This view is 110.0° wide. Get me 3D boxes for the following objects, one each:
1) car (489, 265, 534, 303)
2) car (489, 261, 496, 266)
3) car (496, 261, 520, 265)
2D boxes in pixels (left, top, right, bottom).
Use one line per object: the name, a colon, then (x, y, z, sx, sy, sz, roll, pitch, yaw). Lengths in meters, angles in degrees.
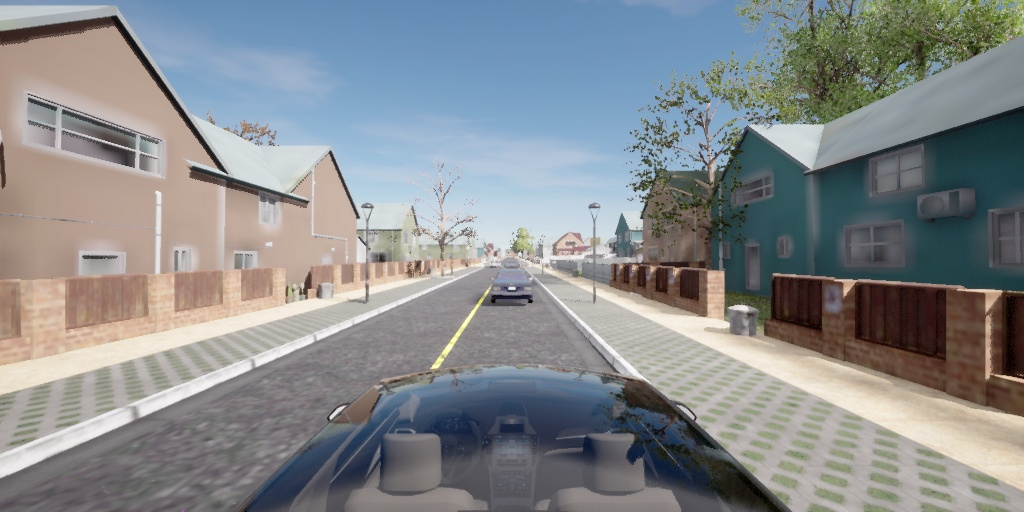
car: (0.000, 1.317, 16.503, 2.033, 1.411, 5.357, 0, 0, 0)
car: (-2.750, 1.401, 59.481, 1.895, 1.301, 4.718, 0, 0, 0)
car: (0.000, 1.249, 31.506, 2.128, 1.511, 4.902, 0, 0, 0)
